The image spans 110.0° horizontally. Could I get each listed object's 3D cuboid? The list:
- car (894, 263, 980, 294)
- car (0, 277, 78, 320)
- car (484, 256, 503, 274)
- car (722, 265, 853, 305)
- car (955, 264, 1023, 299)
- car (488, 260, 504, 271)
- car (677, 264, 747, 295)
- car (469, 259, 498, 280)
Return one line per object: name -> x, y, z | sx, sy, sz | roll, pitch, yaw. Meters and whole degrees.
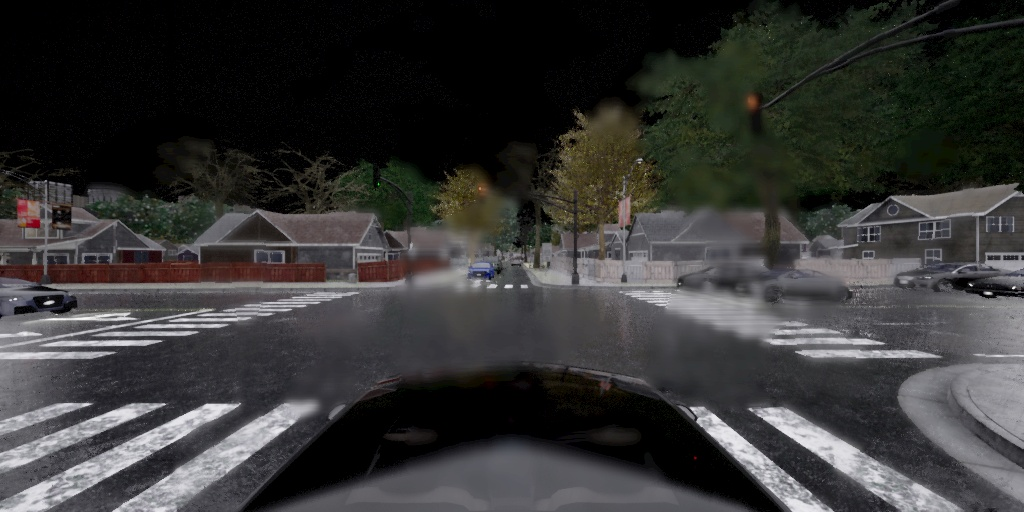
car -> 22.455, 1.100, 18.200 | 4.902, 1.511, 2.128 | 0, 0, 1
car -> -17.598, 1.410, 12.136 | 4.181, 1.385, 1.994 | 0, 0, 1
car -> -2.400, 0.994, 41.647 | 2.150, 2.045, 5.566 | 0, 0, 1
car -> 11.647, 1.234, 15.121 | 4.181, 1.385, 1.994 | 0, 0, 1
car -> 22.581, 1.156, 14.949 | 5.357, 1.411, 2.033 | 0, 0, 1
car -> -2.269, 1.330, 51.964 | 2.033, 1.411, 5.357 | 0, 0, 1
car -> 11.083, 1.177, 18.381 | 4.892, 1.490, 1.837 | 0, 0, 1
car -> -2.594, 1.241, 31.411 | 1.882, 1.535, 5.008 | 0, 0, 1
